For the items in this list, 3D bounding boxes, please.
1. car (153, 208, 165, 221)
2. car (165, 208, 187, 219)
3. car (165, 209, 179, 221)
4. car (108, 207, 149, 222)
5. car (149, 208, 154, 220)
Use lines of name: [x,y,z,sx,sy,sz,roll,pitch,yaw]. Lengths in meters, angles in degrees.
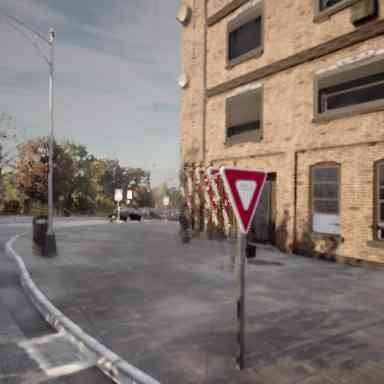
car: [-2.985,3.164,44.683,1.994,1.385,4.181,1,-4,20]
car: [-2.589,3.576,55.281,2.097,1.767,4.553,1,-4,20]
car: [-1.079,2.937,40.422,2.002,1.452,4.674,2,-3,20]
car: [-6.603,2.330,33.791,1.882,1.535,5.008,1,-4,18]
car: [-5.833,2.950,46.255,2.097,1.767,4.553,1,-3,20]
